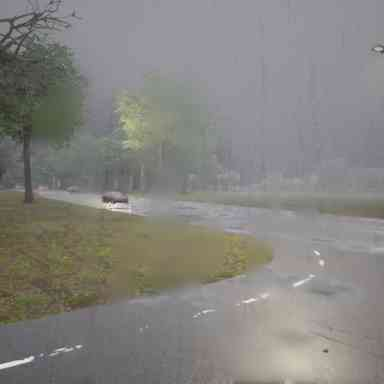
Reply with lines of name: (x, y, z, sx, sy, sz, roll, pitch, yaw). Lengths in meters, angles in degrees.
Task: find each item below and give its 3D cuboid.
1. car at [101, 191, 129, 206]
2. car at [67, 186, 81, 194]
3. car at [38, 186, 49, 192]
car: (-9.119, 0.707, 39.059, 1.882, 1.535, 5.008, -1, 2, -35)
car: (-27.374, -0.570, 76.883, 2.097, 1.767, 4.553, -1, 2, -35)
car: (-38.694, -0.858, 86.825, 2.097, 1.767, 4.553, -1, 2, -33)
